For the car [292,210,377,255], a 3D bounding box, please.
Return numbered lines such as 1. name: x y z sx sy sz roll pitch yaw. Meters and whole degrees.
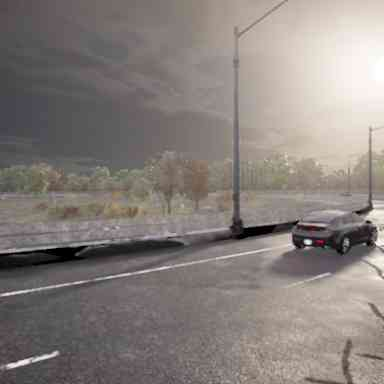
1. car: 5.889 1.514 13.525 4.892 1.490 1.837 -1 0 -44
